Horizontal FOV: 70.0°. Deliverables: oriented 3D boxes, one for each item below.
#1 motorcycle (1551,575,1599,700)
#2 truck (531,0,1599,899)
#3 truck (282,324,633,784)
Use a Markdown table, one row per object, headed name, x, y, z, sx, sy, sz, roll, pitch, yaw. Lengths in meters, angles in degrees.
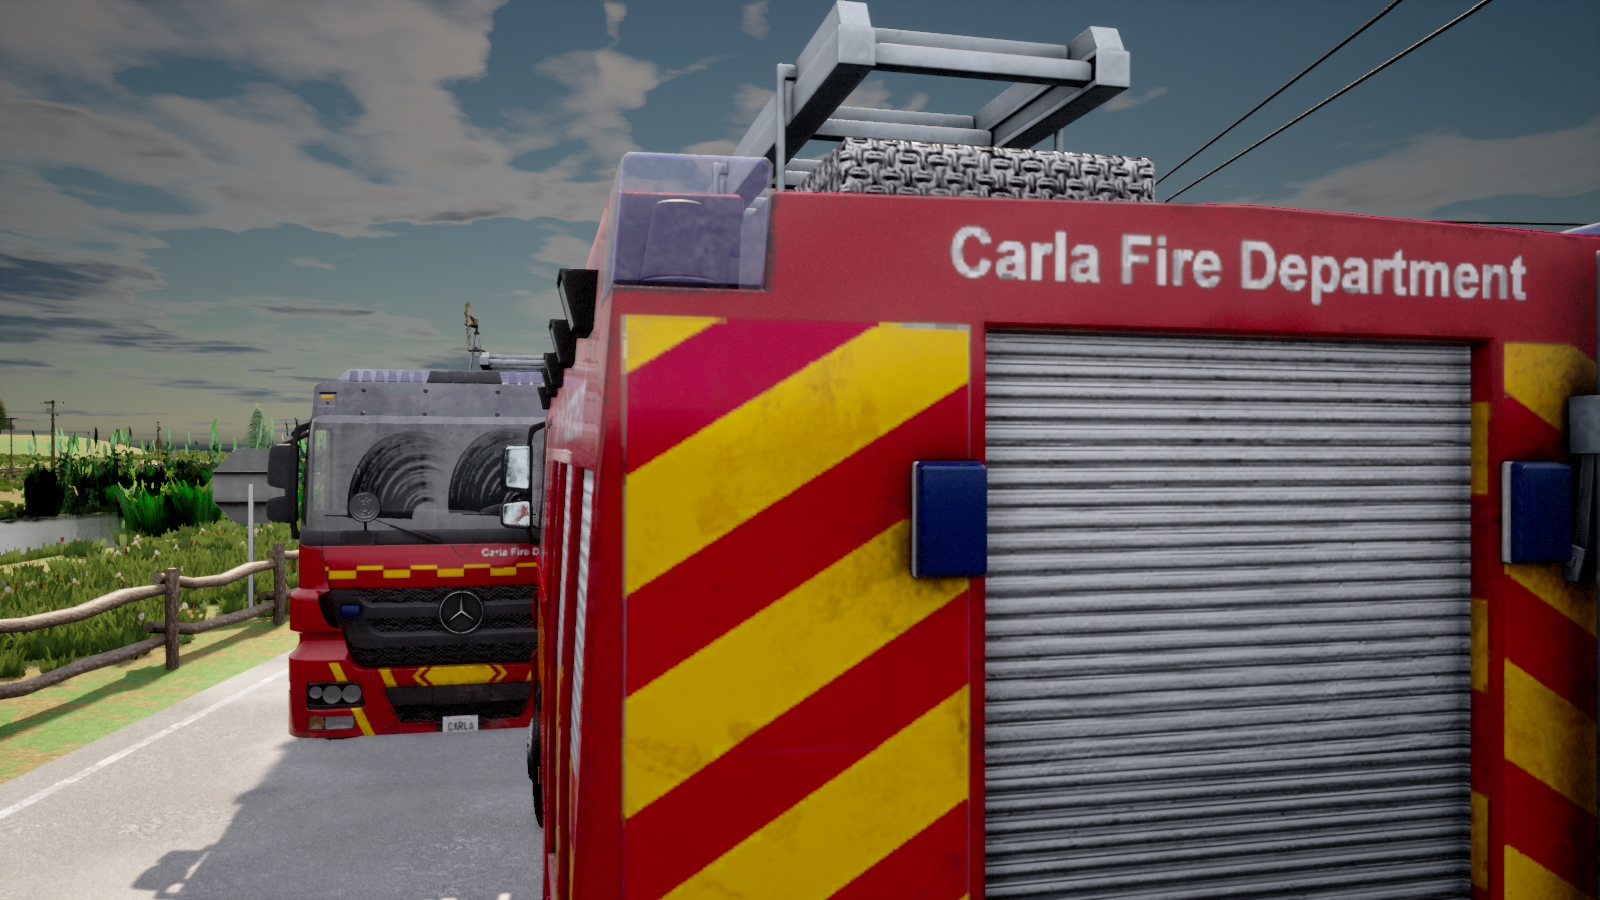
| name | x | y | z | sx | sy | sz | roll | pitch | yaw |
| --- | --- | --- | --- | --- | --- | --- | --- | --- | --- |
| motorcycle | 9.811 | 2.142 | 13.173 | 1.805 | 1.316 | 0.856 | 0 | 0 | -7 |
| truck | -0.108 | 0.867 | 6.872 | 2.891 | 3.827 | 8.468 | 0 | 0 | -14 |
| truck | -3.886 | 0.862 | 13.959 | 2.891 | 3.827 | 8.468 | 0 | 0 | -14 |
